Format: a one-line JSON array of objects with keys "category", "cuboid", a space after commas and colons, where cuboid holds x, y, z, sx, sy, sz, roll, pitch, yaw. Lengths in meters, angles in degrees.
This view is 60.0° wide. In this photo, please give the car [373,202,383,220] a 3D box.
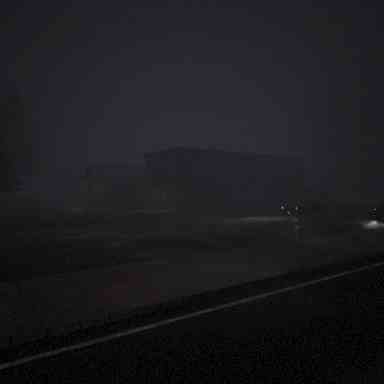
[{"category": "car", "cuboid": [15.477, 1.170, 24.774, 4.553, 1.767, 2.097, -1, 0, -35]}]

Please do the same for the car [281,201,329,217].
[{"category": "car", "cuboid": [10.039, 1.430, 29.512, 4.718, 1.301, 1.895, 0, 0, -35]}]
